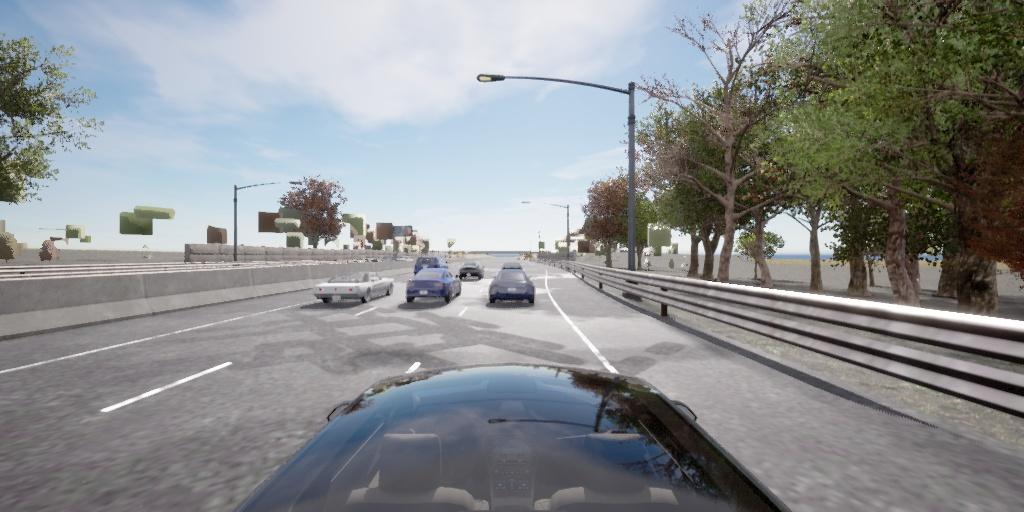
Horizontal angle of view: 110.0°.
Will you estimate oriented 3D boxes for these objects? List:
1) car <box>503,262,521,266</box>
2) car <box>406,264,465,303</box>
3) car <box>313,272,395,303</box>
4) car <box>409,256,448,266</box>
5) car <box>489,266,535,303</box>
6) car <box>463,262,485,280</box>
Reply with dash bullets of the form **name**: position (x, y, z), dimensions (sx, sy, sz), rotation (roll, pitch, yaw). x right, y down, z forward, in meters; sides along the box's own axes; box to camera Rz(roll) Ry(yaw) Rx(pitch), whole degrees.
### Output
- **car**: position (0.000, 1.244, 31.501), dimensions (1.882, 1.535, 5.008), rotation (0, 0, 0)
- **car**: position (-3.500, 1.283, 16.501), dimensions (1.812, 1.442, 4.674), rotation (0, 0, 0)
- **car**: position (-7.000, 1.366, 16.531), dimensions (1.895, 1.301, 4.718), rotation (0, 0, 0)
- **car**: position (-7.000, 1.017, 31.532), dimensions (2.150, 2.045, 5.566), rotation (0, 0, 0)
- **car**: position (0.000, 1.322, 16.501), dimensions (1.994, 1.385, 4.181), rotation (0, 0, 0)
- **car**: position (-3.500, 1.276, 31.501), dimensions (1.837, 1.490, 4.892), rotation (0, 0, 0)
